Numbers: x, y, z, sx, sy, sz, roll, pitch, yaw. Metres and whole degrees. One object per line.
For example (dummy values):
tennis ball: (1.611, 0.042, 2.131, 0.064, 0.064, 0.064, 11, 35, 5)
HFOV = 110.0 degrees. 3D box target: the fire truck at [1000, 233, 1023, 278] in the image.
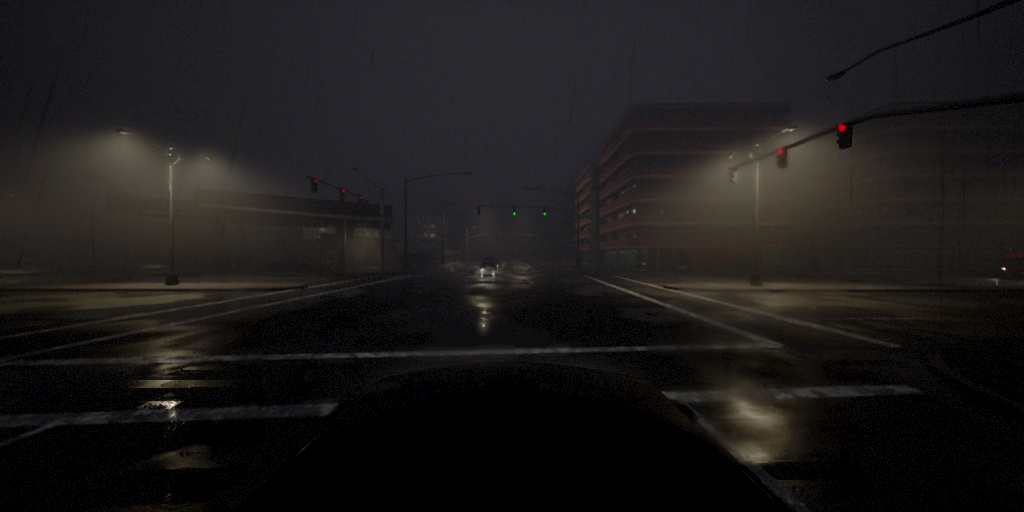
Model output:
fire truck: (43.331, -0.123, 27.444, 8.468, 3.827, 2.891, 0, 0, 0)

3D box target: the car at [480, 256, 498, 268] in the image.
car: (-3.205, 0.878, 48.702, 1.837, 1.490, 4.892, 0, 1, 0)
